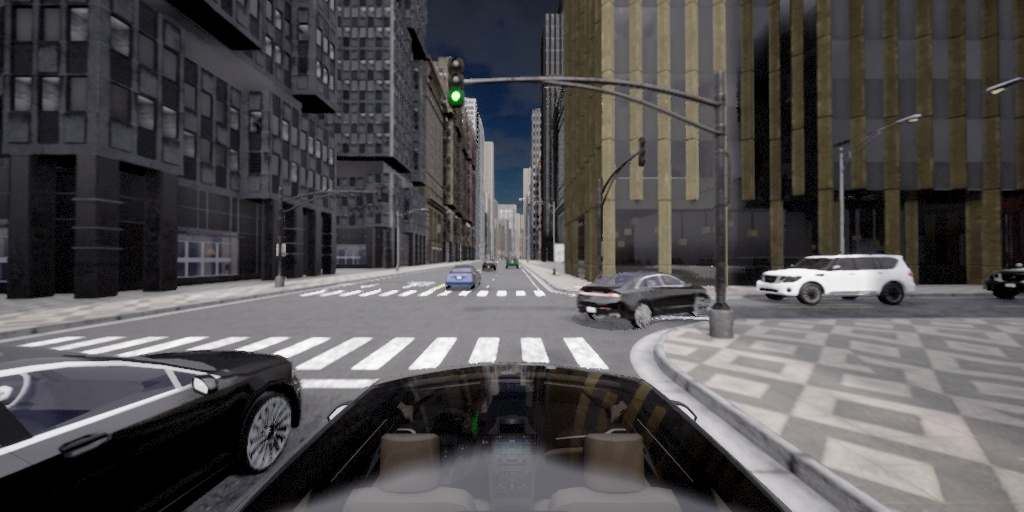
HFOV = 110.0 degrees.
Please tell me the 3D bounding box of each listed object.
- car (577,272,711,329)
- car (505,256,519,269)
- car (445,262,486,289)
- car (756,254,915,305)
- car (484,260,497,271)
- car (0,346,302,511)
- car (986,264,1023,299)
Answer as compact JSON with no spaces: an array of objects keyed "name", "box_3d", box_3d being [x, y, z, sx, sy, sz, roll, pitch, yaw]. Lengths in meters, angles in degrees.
[{"name":"car","box_3d":[4.224,1.231,11.201,4.902,1.511,2.128,-1,-1,-33]},{"name":"car","box_3d":[0.032,1.056,60.000,2.150,2.045,5.566,0,0,0]},{"name":"car","box_3d":[-3.151,1.349,23.835,2.033,1.411,5.357,0,0,0]},{"name":"car","box_3d":[13.651,0.944,15.311,5.566,2.045,2.150,0,-1,0]},{"name":"car","box_3d":[-3.149,1.304,50.883,1.882,1.535,5.008,0,0,0]},{"name":"car","box_3d":[-3.153,1.242,1.871,2.128,1.511,4.902,0,0,0]},{"name":"car","box_3d":[24.078,0.899,15.337,5.566,2.045,2.150,0,-1,0]}]
